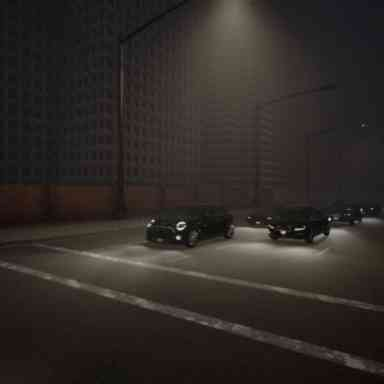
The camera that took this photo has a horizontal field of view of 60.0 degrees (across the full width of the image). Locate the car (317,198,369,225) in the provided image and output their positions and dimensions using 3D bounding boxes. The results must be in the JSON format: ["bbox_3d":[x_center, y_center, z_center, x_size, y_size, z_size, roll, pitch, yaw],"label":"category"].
[{"bbox_3d":[10.814,1.459,23.697,2.128,1.511,4.902,0,0,36],"label":"car"}]

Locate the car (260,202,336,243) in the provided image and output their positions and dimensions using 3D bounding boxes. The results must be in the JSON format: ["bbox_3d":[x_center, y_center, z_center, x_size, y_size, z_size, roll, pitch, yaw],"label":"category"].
[{"bbox_3d":[5.298,1.472,16.113,1.837,1.490,4.892,0,0,36],"label":"car"}]

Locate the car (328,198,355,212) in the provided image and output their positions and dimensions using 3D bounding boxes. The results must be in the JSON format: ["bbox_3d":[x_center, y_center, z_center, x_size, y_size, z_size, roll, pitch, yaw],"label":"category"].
[{"bbox_3d":[17.543,1.451,38.829,1.837,1.490,4.892,0,0,37],"label":"car"}]

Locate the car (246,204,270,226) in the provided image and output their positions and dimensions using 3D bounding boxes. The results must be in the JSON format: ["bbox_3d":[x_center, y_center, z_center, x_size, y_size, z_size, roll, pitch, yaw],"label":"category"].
[{"bbox_3d":[5.589,1.492,22.469,2.033,1.411,5.357,0,0,36],"label":"car"}]

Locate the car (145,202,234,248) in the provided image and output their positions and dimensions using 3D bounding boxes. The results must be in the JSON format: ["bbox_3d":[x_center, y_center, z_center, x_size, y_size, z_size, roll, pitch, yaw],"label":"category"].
[{"bbox_3d":[0.034,1.297,14.795,2.097,1.767,4.553,0,0,36],"label":"car"}]

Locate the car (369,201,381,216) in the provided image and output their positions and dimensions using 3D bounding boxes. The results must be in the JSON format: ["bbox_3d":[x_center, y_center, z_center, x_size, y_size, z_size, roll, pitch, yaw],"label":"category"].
[{"bbox_3d":[16.750,1.569,31.837,1.895,1.301,4.718,0,0,36],"label":"car"}]
